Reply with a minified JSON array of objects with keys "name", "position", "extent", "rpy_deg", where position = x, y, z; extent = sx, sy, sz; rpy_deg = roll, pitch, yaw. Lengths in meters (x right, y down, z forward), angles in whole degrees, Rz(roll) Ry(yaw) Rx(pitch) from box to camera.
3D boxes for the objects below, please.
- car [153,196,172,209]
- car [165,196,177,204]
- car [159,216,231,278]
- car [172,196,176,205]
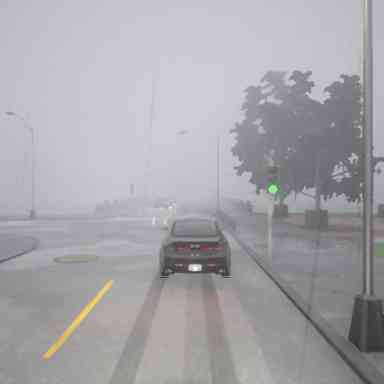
[{"name":"car","position":[-4.107,1.485,44.556],"extent":[1.837,1.490,4.892],"rpy_deg":[0,0,0]},{"name":"car","position":[-4.018,1.476,64.164],"extent":[1.837,1.490,4.892],"rpy_deg":[0,0,0]},{"name":"car","position":[0.086,1.501,10.148],"extent":[1.837,1.490,4.892],"rpy_deg":[0,0,0]},{"name":"car","position":[-4.086,1.576,53.950],"extent":[1.895,1.301,4.718],"rpy_deg":[0,0,0]}]
